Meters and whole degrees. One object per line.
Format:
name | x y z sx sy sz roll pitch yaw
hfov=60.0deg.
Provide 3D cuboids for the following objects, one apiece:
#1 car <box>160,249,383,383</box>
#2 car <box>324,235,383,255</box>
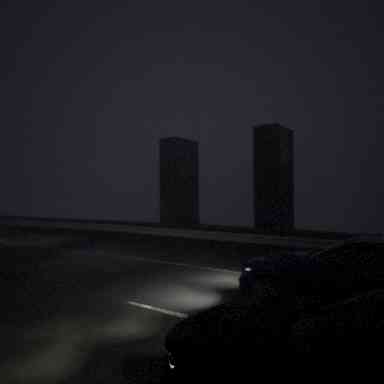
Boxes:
car | 1.992 1.468 2.475 5.008 1.535 1.882 -1 0 35
car | 3.125 1.518 5.967 4.674 1.442 1.812 -1 0 35
